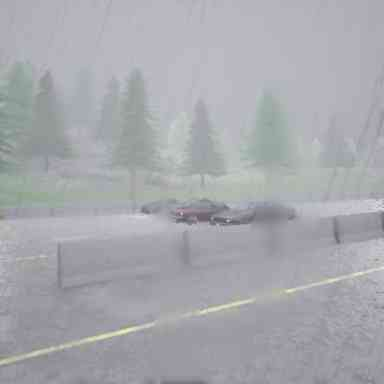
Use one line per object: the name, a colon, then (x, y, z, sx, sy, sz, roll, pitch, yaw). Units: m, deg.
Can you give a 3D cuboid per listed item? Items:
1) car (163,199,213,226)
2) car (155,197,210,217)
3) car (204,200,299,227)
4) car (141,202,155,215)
car: (0.844, 1.314, 20.965, 4.718, 1.301, 1.895, -1, 1, -32)
car: (0.157, 1.156, 24.660, 4.902, 1.511, 2.128, -1, 1, -32)
car: (3.589, 1.269, 18.552, 5.357, 1.411, 2.033, -1, 1, -32)
car: (-2.064, 1.210, 27.399, 4.181, 1.385, 1.994, -1, 1, -32)
